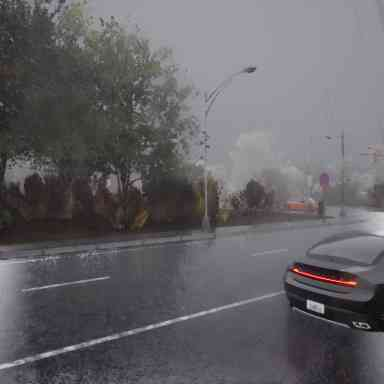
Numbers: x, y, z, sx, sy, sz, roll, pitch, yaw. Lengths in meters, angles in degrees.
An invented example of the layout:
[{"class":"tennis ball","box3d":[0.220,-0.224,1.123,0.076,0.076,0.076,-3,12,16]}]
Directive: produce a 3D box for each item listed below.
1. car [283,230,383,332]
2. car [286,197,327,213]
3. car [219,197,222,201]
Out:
[{"class":"car","box3d":[3.858,1.505,6.489,4.892,1.490,1.837,0,0,-35]},{"class":"car","box3d":[12.533,1.352,36.838,2.097,1.767,4.553,0,0,-32]},{"class":"car","box3d":[4.527,1.354,69.521,1.994,1.385,4.181,0,1,-33]}]
